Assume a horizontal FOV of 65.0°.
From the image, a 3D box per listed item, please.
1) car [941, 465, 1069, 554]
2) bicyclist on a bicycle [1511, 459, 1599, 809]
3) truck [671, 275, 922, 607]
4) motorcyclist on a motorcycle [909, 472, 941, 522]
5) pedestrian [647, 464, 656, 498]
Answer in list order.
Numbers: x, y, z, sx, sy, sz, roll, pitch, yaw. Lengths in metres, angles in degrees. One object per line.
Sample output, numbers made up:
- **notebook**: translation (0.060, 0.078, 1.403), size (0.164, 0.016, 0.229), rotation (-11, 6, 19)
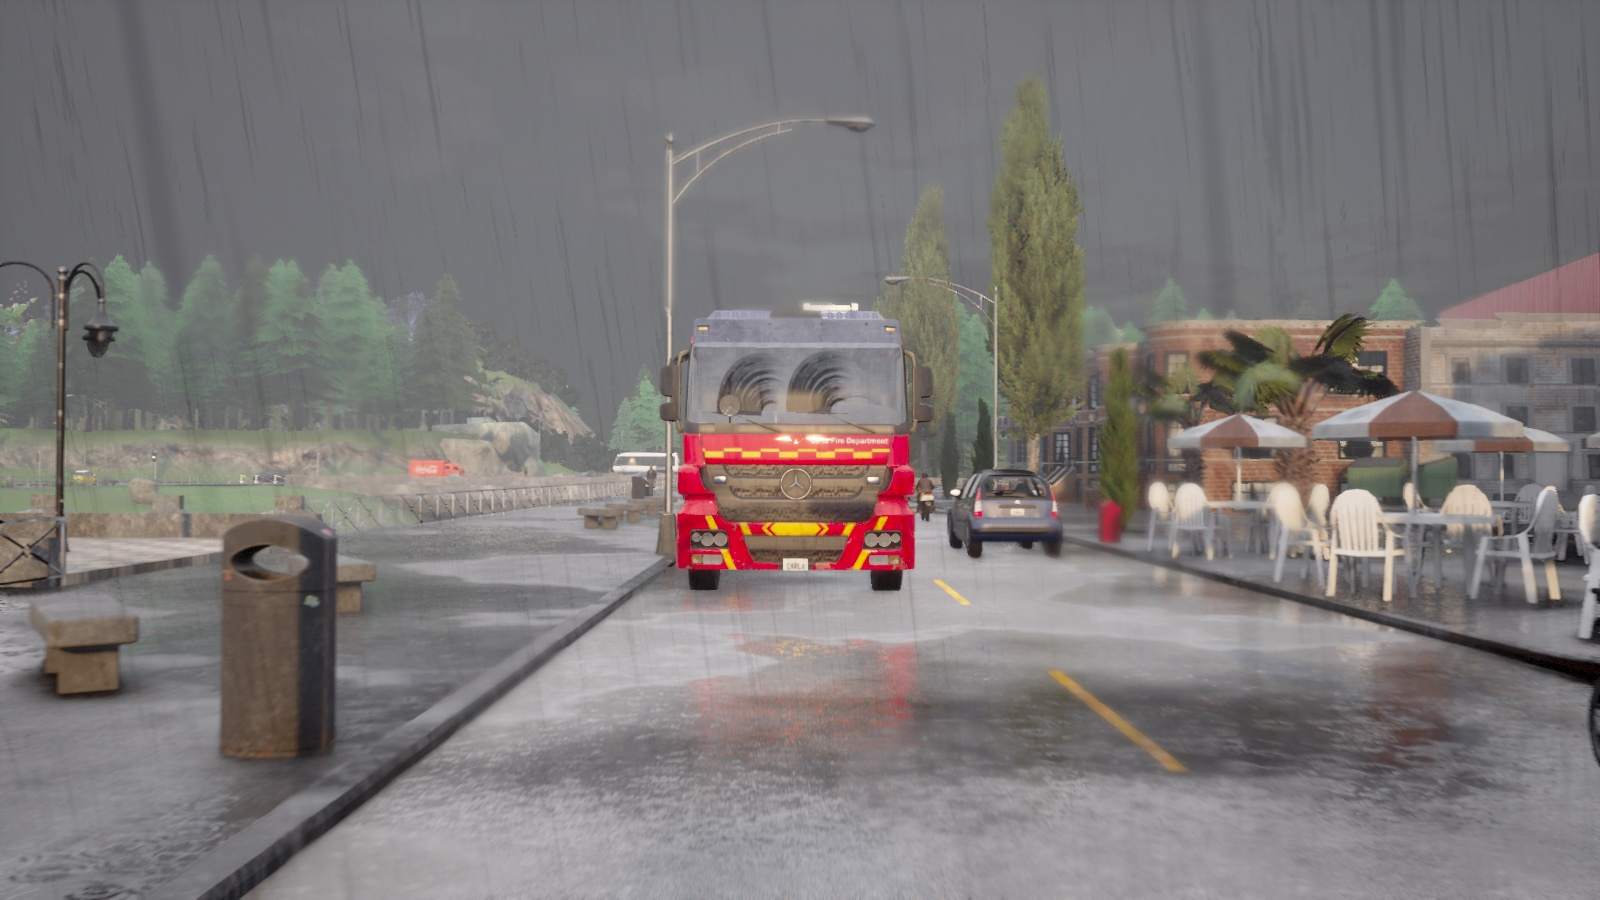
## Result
- **car**: translation (3.935, 1.111, 24.737), size (1.851, 1.617, 3.988), rotation (0, -1, 0)
- **bicyclist on a bicycle**: translation (3.984, 0.846, 5.665), size (0.582, 1.620, 1.656), rotation (0, -1, 0)
- **truck**: translation (-0.053, -0.036, 18.772), size (2.891, 3.827, 8.468), rotation (0, -1, 0)
- **motorcyclist on a motorcycle**: translation (3.898, 1.438, 39.224), size (0.797, 1.523, 2.044), rotation (0, -1, 0)
- **pedestrian**: translation (-8.206, 1.719, 69.383), size (0.376, 1.854, 0.720), rotation (0, -1, 1)
